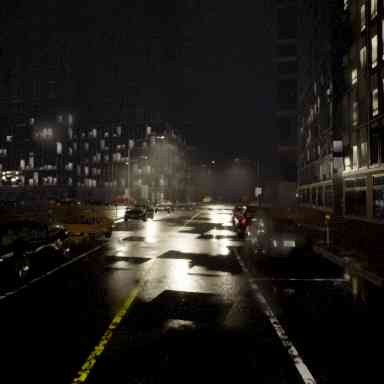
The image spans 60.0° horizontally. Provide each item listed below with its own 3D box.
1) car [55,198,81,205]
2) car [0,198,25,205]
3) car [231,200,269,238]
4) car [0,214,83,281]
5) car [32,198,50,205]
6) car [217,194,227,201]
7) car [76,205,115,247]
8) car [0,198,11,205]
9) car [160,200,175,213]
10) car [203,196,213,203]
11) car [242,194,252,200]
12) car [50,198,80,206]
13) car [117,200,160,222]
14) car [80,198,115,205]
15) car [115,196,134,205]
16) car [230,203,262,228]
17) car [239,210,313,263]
[{"bbox_3d":[-23.983,1.883,64.425,4.403,1.369,2.008,0,-1,15],"label":"car"},{"bbox_3d":[-31.447,1.768,58.300,4.403,1.369,2.008,0,-1,15],"label":"car"},{"bbox_3d":[3.264,1.449,17.605,1.967,1.590,4.097,1,0,4],"label":"car"},{"bbox_3d":[-5.123,1.575,9.990,1.947,1.339,4.313,1,0,2],"label":"car"},{"bbox_3d":[-29.543,1.894,65.948,4.829,1.417,1.752,0,-1,15],"label":"car"},{"bbox_3d":[8.107,1.530,89.920,2.192,1.841,5.009,1,0,16],"label":"car"},{"bbox_3d":[-4.895,1.540,15.314,1.752,1.417,4.829,1,0,3],"label":"car"},{"bbox_3d":[-40.170,1.990,68.860,4.403,1.369,2.008,0,-1,15],"label":"car"},{"bbox_3d":[-3.008,1.595,37.172,2.008,1.369,4.403,1,0,7],"label":"car"},{"bbox_3d":[3.553,1.675,73.829,1.752,1.417,4.829,1,0,14],"label":"car"},{"bbox_3d":[12.553,1.440,76.074,2.192,1.841,5.009,1,0,15],"label":"car"},{"bbox_3d":[-20.661,1.696,55.345,4.403,1.369,2.008,0,-1,15],"label":"car"},{"bbox_3d":[-4.132,1.578,26.414,2.008,1.369,4.403,1,0,5],"label":"car"},{"bbox_3d":[-15.268,1.675,53.867,4.313,1.339,1.947,0,-1,15],"label":"car"},{"bbox_3d":[-13.192,1.575,61.472,5.009,1.841,2.192,0,-1,15],"label":"car"},{"bbox_3d":[3.650,1.557,23.235,1.887,1.381,4.507,1,0,5],"label":"car"},{"bbox_3d":[2.973,1.571,11.925,1.947,1.339,4.313,1,0,2],"label":"car"}]
